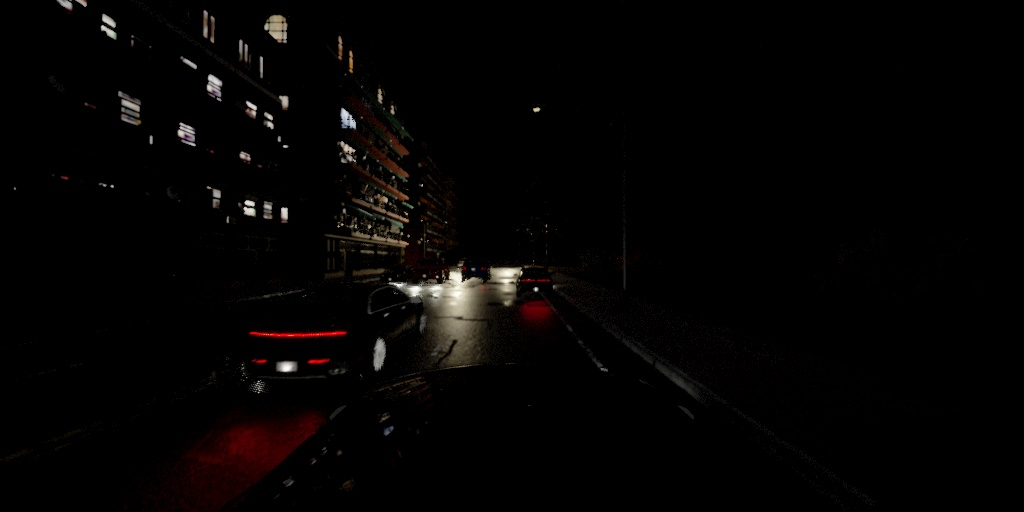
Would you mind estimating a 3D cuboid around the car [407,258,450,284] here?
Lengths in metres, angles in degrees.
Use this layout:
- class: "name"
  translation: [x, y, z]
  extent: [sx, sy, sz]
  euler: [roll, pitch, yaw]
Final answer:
- class: "car"
  translation: [-6.559, 1.156, 29.631]
  extent: [2.150, 2.045, 5.566]
  euler: [0, 0, 0]

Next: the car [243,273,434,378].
- class: "car"
  translation: [-3.143, 1.295, 7.432]
  extent: [1.837, 1.490, 4.892]
  euler: [0, 0, 0]

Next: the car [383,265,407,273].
- class: "car"
  translation: [-9.807, 1.494, 31.509]
  extent: [2.033, 1.411, 5.357]
  euler: [0, 0, 0]

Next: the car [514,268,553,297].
- class: "car"
  translation: [1.163, 1.375, 19.762]
  extent: [1.837, 1.490, 4.892]
  euler: [0, 0, 0]

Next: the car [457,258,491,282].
- class: "car"
  translation: [-3.097, 1.171, 31.503]
  extent: [2.150, 2.045, 5.566]
  euler: [0, 0, 0]
